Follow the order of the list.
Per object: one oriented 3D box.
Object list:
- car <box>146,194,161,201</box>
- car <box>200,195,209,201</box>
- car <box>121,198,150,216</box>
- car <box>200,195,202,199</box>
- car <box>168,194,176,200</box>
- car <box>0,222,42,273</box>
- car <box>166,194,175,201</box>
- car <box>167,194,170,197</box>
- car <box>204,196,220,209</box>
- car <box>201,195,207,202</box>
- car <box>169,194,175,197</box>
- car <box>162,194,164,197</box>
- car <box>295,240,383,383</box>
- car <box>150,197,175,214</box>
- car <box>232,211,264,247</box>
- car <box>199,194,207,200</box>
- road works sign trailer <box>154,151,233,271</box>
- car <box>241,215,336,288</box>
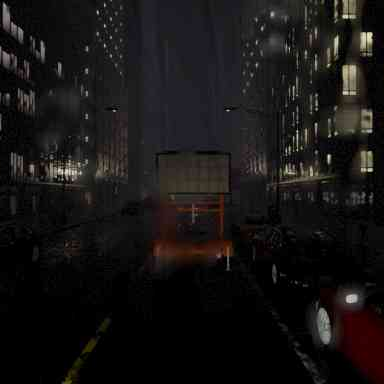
[{"bbox_3d":[-5.499,1.408,43.077,1.967,1.590,4.097,0,0,0],"label":"car"},{"bbox_3d":[3.050,1.446,82.751,1.947,1.339,4.313,1,0,0],"label":"car"},{"bbox_3d":[-5.549,1.527,31.725,1.887,1.381,4.507,0,0,0],"label":"car"},{"bbox_3d":[2.953,1.519,60.052,1.802,1.307,4.206,1,0,0],"label":"car"},{"bbox_3d":[-5.306,1.388,88.311,1.752,1.417,4.829,1,0,0],"label":"car"},{"bbox_3d":[-5.646,1.550,9.021,2.008,1.369,4.403,0,0,0],"label":"car"},{"bbox_3d":[-5.329,1.320,82.805,1.967,1.590,4.097,1,0,0],"label":"car"},{"bbox_3d":[-5.428,1.519,60.102,1.802,1.307,4.206,1,0,0],"label":"car"},{"bbox_3d":[2.880,1.533,43.029,1.947,1.339,4.313,0,0,0],"label":"car"},{"bbox_3d":[2.929,1.531,54.378,1.802,1.307,4.206,1,0,0],"label":"car"},{"bbox_3d":[-5.376,1.226,71.454,2.192,1.841,5.009,1,0,0],"label":"car"},{"bbox_3d":[-5.474,1.274,48.752,2.192,1.841,5.009,0,0,0],"label":"car"},{"bbox_3d":[2.710,1.545,3.304,1.887,1.381,4.507,0,0,0],"label":"car"},{"bbox_3d":[-2.853,1.543,34.757,1.994,1.385,4.181,0,0,0],"label":"car"},{"bbox_3d":[2.759,1.522,14.825,1.752,1.417,4.829,0,0,0],"label":"car"},{"bbox_3d":[3.099,1.390,94.101,1.887,1.381,4.507,1,0,0],"label":"car"},{"bbox_3d":[0.046,0.463,10.901,2.380,3.560,2.880,0,0,0],"label":"road works sign trailer"},{"bbox_3d":[2.734,1.550,8.978,2.008,1.369,4.403,0,0,0],"label":"car"}]
